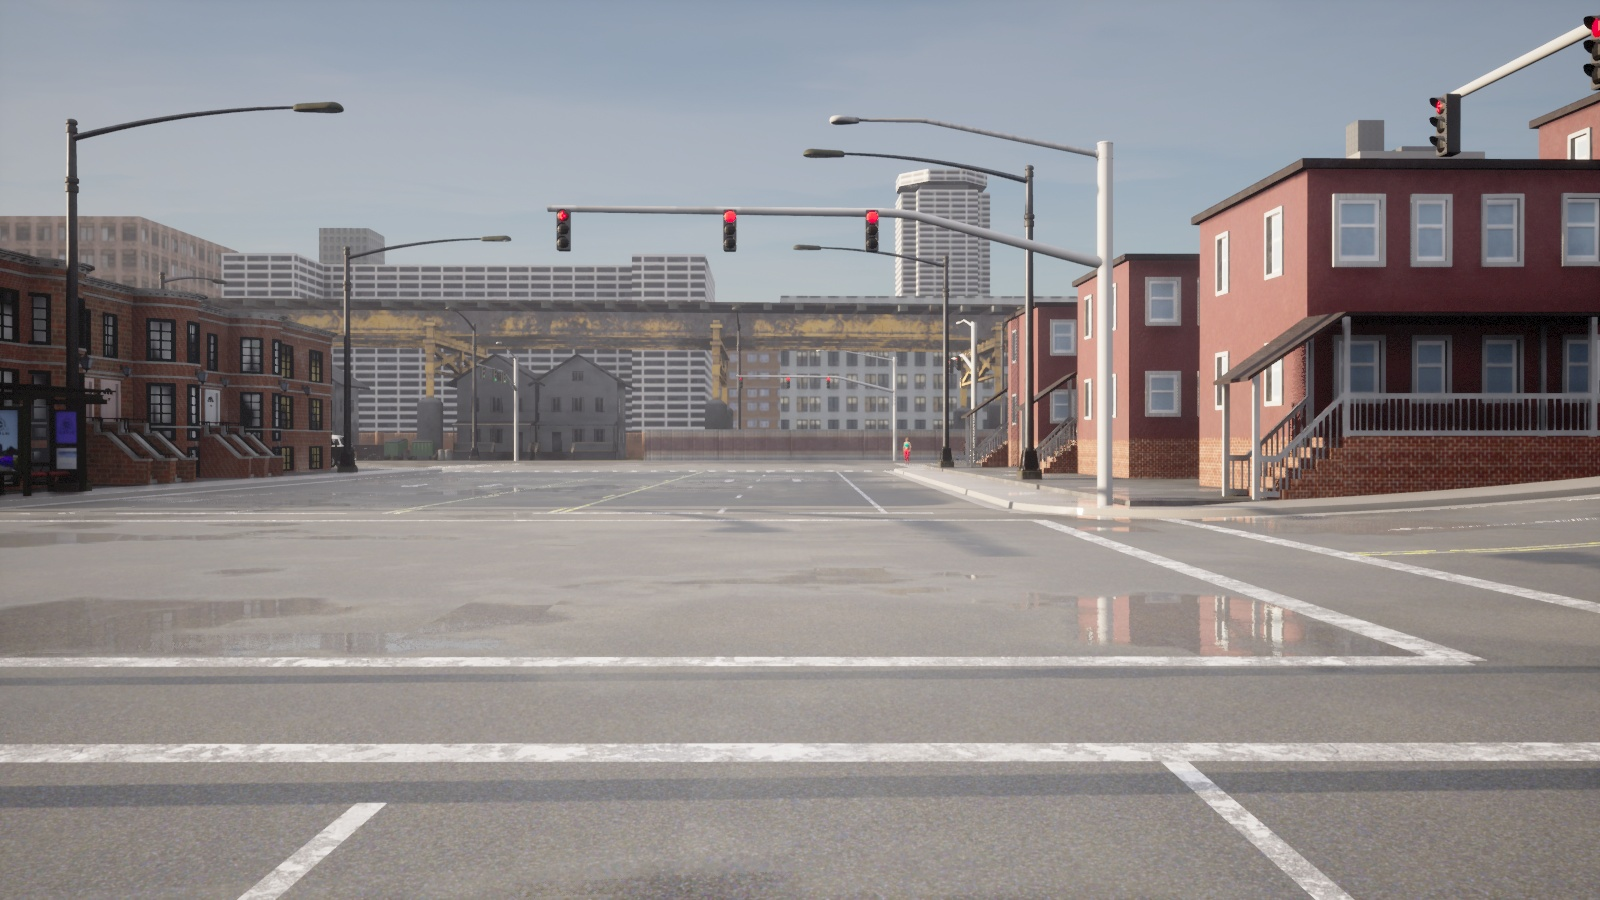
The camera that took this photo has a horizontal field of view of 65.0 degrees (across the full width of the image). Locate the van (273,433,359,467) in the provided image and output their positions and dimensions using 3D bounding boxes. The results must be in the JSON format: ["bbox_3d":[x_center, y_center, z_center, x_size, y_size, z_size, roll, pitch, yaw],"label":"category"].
[{"bbox_3d":[-29.763,0.010,77.297,4.480,2.038,2.069,0,0,0],"label":"van"}]
